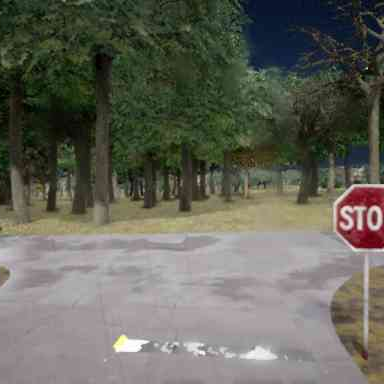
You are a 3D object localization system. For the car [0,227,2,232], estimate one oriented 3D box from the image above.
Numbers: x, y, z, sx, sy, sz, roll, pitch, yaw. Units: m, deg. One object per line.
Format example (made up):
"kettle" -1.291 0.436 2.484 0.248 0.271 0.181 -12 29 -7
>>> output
"car" -13.411 1.949 18.227 5.357 1.411 2.033 -1 0 4
